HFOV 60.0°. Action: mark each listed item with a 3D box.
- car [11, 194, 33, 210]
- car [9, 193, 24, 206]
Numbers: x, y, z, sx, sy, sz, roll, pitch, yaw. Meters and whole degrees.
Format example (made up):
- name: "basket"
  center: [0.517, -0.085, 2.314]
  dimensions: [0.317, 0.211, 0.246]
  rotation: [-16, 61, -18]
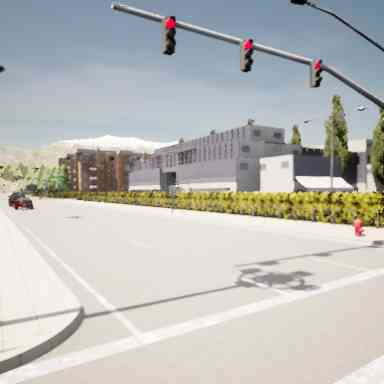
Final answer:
- name: "car"
  center: [-22.003, 1.435, 43.338]
  dimensions: [1.882, 1.535, 5.008]
  rotation: [-1, 0, -31]
- name: "car"
  center: [-27.332, 1.176, 52.127]
  dimensions: [2.150, 2.045, 5.566]
  rotation: [-1, 0, -31]
